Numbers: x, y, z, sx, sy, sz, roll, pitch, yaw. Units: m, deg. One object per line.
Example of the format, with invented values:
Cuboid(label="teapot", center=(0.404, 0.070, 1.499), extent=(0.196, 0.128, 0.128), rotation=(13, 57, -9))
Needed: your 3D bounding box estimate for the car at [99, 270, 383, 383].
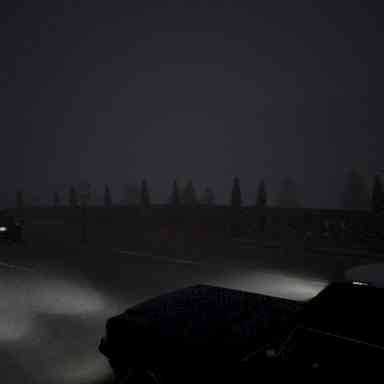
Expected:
Cuboid(label="car", center=(1.311, 1.595, 3.066), extent=(4.718, 1.301, 1.895), rotation=(1, 0, 36))

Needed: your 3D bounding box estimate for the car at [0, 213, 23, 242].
Cuboid(label="car", center=(-9.558, 1.587, 15.099), extent=(4.181, 1.385, 1.994), rotation=(-2, -1, 35))

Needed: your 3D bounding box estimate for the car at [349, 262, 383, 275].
Cuboid(label="car", center=(4.769, 1.536, 4.877), extent=(4.674, 1.442, 1.812), rotation=(1, 0, 35))
